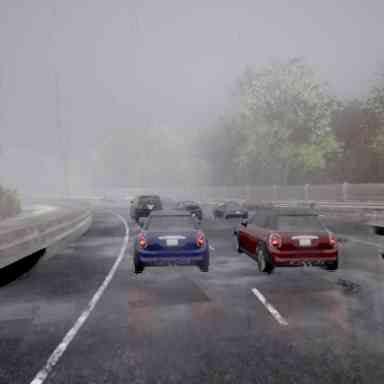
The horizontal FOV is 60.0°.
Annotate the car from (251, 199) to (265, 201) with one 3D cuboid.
[{"bbox_3d":[6.382,1.464,34.398,1.812,1.442,4.674,0,0,-42],"label":"car"}]

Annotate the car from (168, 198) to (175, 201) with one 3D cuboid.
[{"bbox_3d":[-0.496,1.525,28.159,1.837,1.490,4.892,0,0,-15],"label":"car"}]

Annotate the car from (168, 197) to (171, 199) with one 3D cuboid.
[{"bbox_3d":[-4.107,1.491,48.704,2.128,1.511,4.902,0,0,-33],"label":"car"}]

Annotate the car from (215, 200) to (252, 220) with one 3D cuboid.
[{"bbox_3d":[3.132,1.567,27.968,1.994,1.385,4.181,0,0,-14],"label":"car"}]

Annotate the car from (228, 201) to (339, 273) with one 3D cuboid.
[{"bbox_3d":[2.784,1.348,10.879,2.097,1.767,4.553,0,0,-5],"label":"car"}]

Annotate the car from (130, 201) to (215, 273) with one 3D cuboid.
[{"bbox_3d":[-0.723,1.362,10.981,2.097,1.767,4.553,0,0,-5],"label":"car"}]

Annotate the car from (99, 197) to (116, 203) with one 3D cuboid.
[{"bbox_3d":[-17.815,1.700,69.808,1.895,1.301,4.718,0,0,-40],"label":"car"}]

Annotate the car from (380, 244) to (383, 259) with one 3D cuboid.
[{"bbox_3d":[6.680,1.526,7.477,2.033,1.411,5.357,0,0,-4],"label":"car"}]

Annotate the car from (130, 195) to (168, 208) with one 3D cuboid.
[{"bbox_3d":[-3.694,1.252,26.761,2.150,2.045,5.566,0,0,-15],"label":"car"}]
